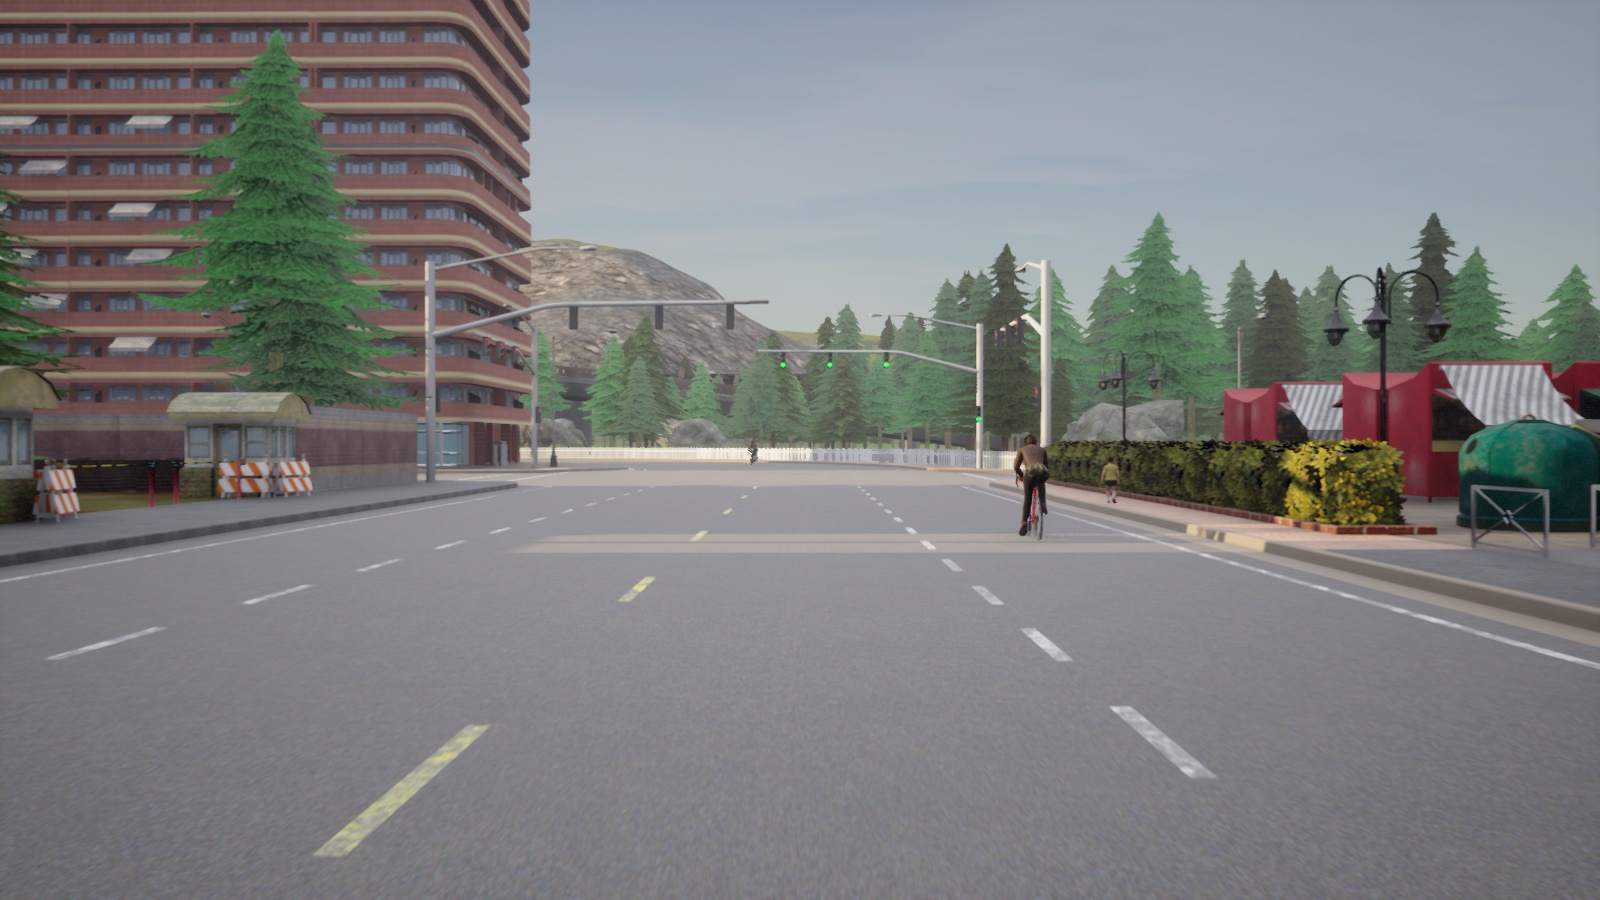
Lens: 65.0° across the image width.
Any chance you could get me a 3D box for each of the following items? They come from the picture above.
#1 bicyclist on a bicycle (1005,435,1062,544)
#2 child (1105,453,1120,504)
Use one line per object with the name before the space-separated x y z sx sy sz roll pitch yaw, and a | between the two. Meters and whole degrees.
bicyclist on a bicycle | 3.626 0.592 19.577 0.582 1.620 1.656 0 0 0
child | 6.882 0.630 27.651 0.255 1.110 0.394 0 0 5
